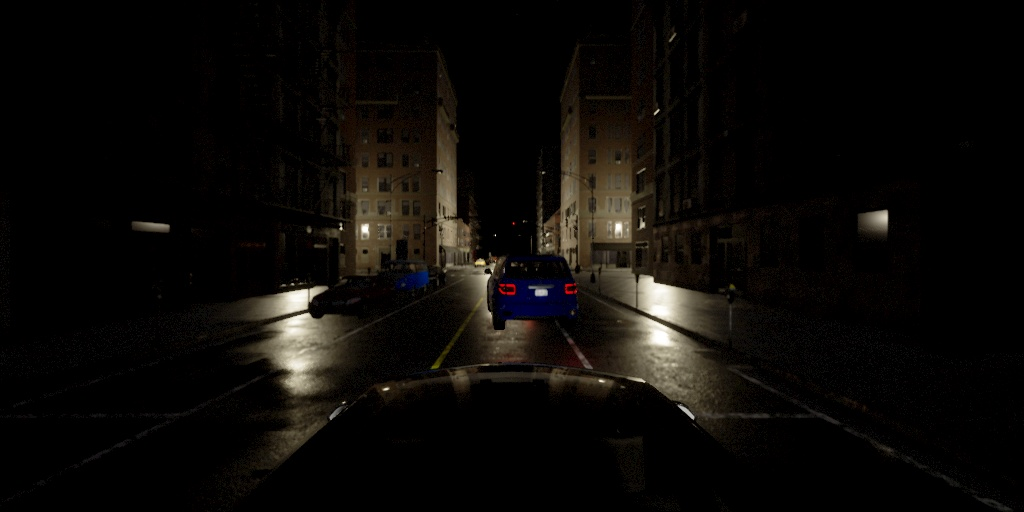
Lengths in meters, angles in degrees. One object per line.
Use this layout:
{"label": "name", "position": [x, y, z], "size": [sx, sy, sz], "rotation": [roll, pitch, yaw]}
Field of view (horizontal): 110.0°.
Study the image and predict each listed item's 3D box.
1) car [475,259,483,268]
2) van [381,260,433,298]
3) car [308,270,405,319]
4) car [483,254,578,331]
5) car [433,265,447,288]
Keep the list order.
{"label": "car", "position": [-5.416, 1.232, 61.292], "size": [1.751, 1.417, 4.829], "rotation": [0, 0, 0]}
{"label": "van", "position": [-5.399, 1.079, 18.093], "size": [1.690, 1.789, 3.998], "rotation": [0, 0, 0]}
{"label": "car", "position": [-5.398, 1.324, 12.686], "size": [1.802, 1.307, 4.207], "rotation": [0, 0, 0]}
{"label": "car", "position": [0.386, 0.964, 11.176], "size": [2.150, 2.045, 5.566], "rotation": [0, 0, -7]}
{"label": "car", "position": [-5.400, 1.285, 23.499], "size": [2.007, 1.370, 4.403], "rotation": [0, 0, 0]}
